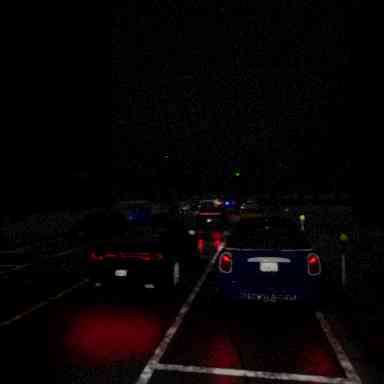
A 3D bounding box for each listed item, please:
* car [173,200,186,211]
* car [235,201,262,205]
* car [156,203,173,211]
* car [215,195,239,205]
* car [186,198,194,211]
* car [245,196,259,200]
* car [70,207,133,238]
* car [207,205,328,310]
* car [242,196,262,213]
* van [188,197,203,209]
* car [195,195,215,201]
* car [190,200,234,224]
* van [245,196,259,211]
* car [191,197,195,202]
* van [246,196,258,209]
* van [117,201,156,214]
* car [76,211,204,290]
[{"bbox_3d":[-2.322,1.809,35.090,1.947,1.339,4.313,-1,0,10],"label":"car"},{"bbox_3d":[4.142,1.592,23.029,1.752,1.417,4.829,-1,0,10],"label":"car"},{"bbox_3d":[-3.329,1.751,29.574,1.752,1.417,4.829,-1,0,10],"label":"car"},{"bbox_3d":[4.439,1.385,40.077,2.150,2.045,5.566,-1,0,10],"label":"car"},{"bbox_3d":[-1.378,1.785,40.272,1.752,1.417,4.829,-1,0,10],"label":"car"},{"bbox_3d":[6.061,1.539,33.561,1.967,1.590,4.097,-1,0,10],"label":"car"},{"bbox_3d":[-5.250,1.761,19.042,1.947,1.339,4.313,-1,0,10],"label":"car"},{"bbox_3d":[1.770,1.371,8.089,2.097,1.767,4.553,-1,0,10],"label":"car"},{"bbox_3d":[7.035,1.430,38.911,2.192,1.841,5.009,-1,0,10],"label":"car"},{"bbox_3d":[0.601,1.635,51.139,1.690,1.788,3.998,-1,0,10],"label":"van"},{"bbox_3d":[2.360,1.456,45.533,2.150,2.045,5.566,-1,-1,11],"label":"car"},{"bbox_3d":[1.519,1.603,23.474,2.128,1.511,4.902,-1,0,10],"label":"car"},{"bbox_3d":[8.011,1.474,44.260,1.690,1.788,3.998,-1,0,10],"label":"van"},{"bbox_3d":[-0.373,1.717,45.789,1.967,1.590,4.097,-1,0,10],"label":"car"},{"bbox_3d":[8.987,1.491,49.609,1.690,1.788,3.998,-1,0,10],"label":"van"},{"bbox_3d":[-4.278,1.552,24.392,1.690,1.788,3.998,-1,0,10],"label":"van"},{"bbox_3d":[-1.045,1.548,9.433,1.882,1.535,5.008,-1,0,10],"label":"car"}]
